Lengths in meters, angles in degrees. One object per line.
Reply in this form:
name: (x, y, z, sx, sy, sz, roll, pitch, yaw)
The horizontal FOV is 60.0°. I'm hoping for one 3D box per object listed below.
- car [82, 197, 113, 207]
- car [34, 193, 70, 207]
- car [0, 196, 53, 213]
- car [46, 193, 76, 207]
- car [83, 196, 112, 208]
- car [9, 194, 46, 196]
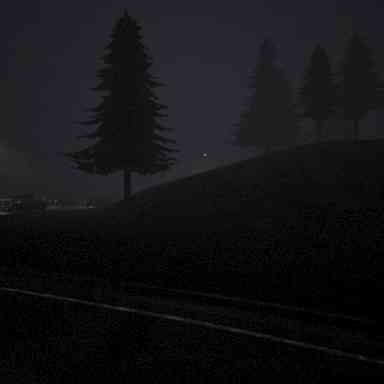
car: (-15.187, 1.547, 53.880, 2.033, 1.411, 5.357, 0, 0, 22)
car: (-22.659, 1.222, 54.113, 2.150, 2.045, 5.566, 0, 0, 22)
car: (-18.324, 1.492, 36.827, 2.128, 1.511, 4.902, 0, 0, 22)
car: (-20.087, 1.352, 51.142, 2.097, 1.767, 4.553, 0, 0, 22)
car: (-13.640, 1.353, 48.414, 2.097, 1.767, 4.553, 0, 0, 22)
car: (-20.873, 1.223, 39.863, 2.150, 2.045, 5.566, 0, 0, 22)
